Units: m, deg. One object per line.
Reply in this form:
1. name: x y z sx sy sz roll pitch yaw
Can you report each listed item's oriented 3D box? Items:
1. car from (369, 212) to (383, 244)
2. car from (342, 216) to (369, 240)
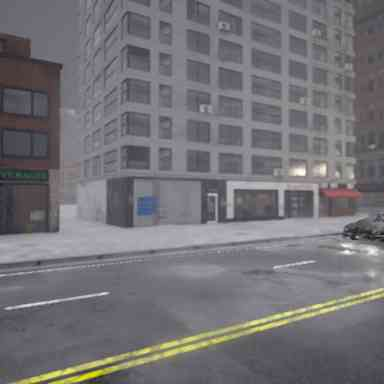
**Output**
1. car: 6.409 1.288 6.914 5.566 2.045 2.150 0 -1 -31
2. car: 10.004 1.719 16.865 5.357 1.411 2.033 0 -1 -31
